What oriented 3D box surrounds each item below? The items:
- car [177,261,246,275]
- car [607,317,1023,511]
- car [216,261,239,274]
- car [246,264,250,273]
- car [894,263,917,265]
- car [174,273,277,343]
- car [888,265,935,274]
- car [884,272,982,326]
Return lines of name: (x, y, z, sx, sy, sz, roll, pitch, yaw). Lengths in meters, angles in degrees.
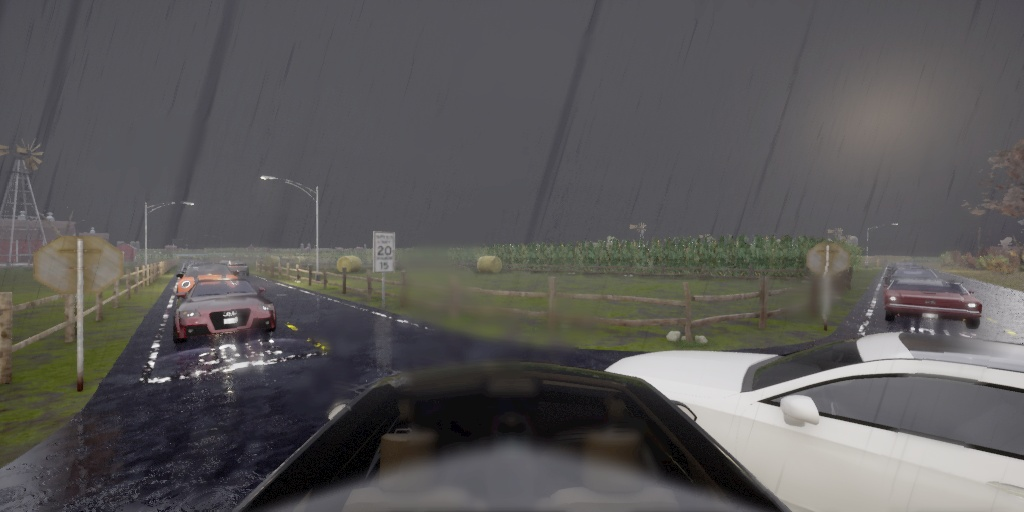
car: (-13.853, 1.147, 16.404, 2.097, 1.767, 4.553, 0, 0, -42)
car: (2.822, 1.293, 2.475, 1.812, 1.442, 4.674, 0, 1, -44)
car: (-34.066, 1.323, 42.920, 1.837, 1.490, 4.892, 0, 0, -42)
car: (-27.281, 1.298, 35.519, 2.128, 1.511, 4.902, 0, 0, -42)
car: (27.146, 1.401, 24.563, 4.181, 1.385, 1.994, 0, 1, -43)
car: (-8.022, 1.359, 9.970, 1.994, 1.385, 4.181, 0, 0, -43)
car: (20.445, 1.363, 18.251, 5.357, 1.411, 2.033, 0, 1, -43)
car: (13.423, 1.397, 11.627, 4.718, 1.301, 1.895, 0, 1, -44)
